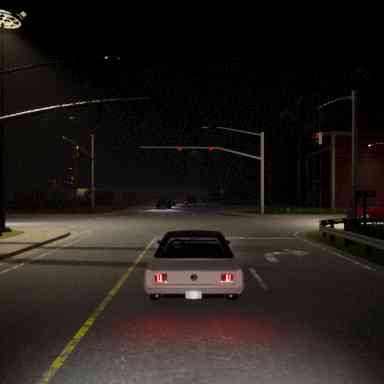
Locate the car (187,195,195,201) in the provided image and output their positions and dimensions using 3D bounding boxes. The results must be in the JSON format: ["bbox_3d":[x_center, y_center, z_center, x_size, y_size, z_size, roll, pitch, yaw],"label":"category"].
[{"bbox_3d":[-0.234,1.441,80.353,2.033,1.411,5.357,0,0,0],"label":"car"}]

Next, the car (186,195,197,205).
[{"bbox_3d":[-0.166,1.504,57.127,1.837,1.490,4.892,0,0,0],"label":"car"}]

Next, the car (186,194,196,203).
[{"bbox_3d":[-0.207,1.354,71.124,2.097,1.767,4.553,0,0,0],"label":"car"}]

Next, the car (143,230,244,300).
[{"bbox_3d":[0.043,1.601,8.325,1.895,1.301,4.718,0,0,0],"label":"car"}]

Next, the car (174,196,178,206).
[{"bbox_3d":[-3.743,1.352,53.428,2.097,1.767,4.553,0,0,0],"label":"car"}]

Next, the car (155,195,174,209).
[{"bbox_3d":[-3.725,1.523,44.525,1.812,1.442,4.674,0,0,0],"label":"car"}]

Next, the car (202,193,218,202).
[{"bbox_3d":[3.951,1.144,72.909,1.905,1.878,3.866,-8,3,-42],"label":"car"}]

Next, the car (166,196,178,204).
[{"bbox_3d":[-3.747,1.504,62.572,1.837,1.490,4.892,0,0,0],"label":"car"}]

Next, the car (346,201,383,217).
[{"bbox_3d":[15.046,1.505,26.751,5.008,1.535,1.882,0,0,1],"label":"car"}]
